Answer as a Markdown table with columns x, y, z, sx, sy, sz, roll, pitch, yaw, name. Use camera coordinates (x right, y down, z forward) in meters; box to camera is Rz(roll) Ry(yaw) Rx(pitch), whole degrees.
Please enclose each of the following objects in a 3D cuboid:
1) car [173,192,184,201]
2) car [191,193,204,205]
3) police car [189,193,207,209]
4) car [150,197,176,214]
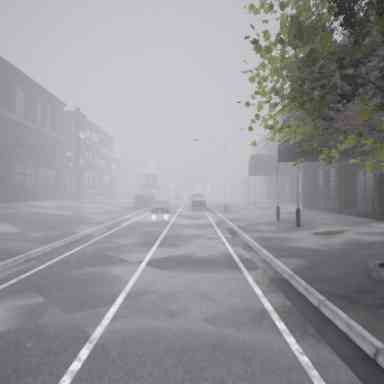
| x | y | z | sx | sy | sz | roll | pitch | yaw | name |
| --- | --- | --- | --- | --- | --- | --- | --- | --- | --- |
| -3.022 | 1.047 | 76.577 | 2.150 | 2.045 | 5.566 | 0 | 0 | 0 | car |
| 0.883 | 1.182 | 59.393 | 2.150 | 2.045 | 5.566 | 0 | 0 | 0 | car |
| 0.887 | 1.356 | 43.468 | 1.930 | 1.638 | 5.238 | 0 | 0 | 0 | police car |
| -3.105 | 1.480 | 34.389 | 2.033 | 1.411 | 5.357 | 0 | 0 | 0 | car |
